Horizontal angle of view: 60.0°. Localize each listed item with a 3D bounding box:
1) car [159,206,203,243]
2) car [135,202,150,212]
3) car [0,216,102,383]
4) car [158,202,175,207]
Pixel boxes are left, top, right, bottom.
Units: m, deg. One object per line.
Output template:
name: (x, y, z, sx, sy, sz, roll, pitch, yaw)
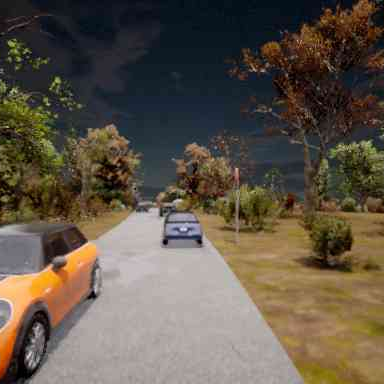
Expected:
car: (-0.537, 1.652, 16.569, 2.033, 1.411, 5.357, 0, -1, -4)
car: (-7.072, 2.143, 47.773, 2.033, 1.411, 5.357, 0, -1, -8)
car: (-2.998, 1.374, 5.472, 2.097, 1.767, 4.553, 0, 0, -2)
car: (-2.720, 1.900, 37.311, 1.837, 1.490, 4.892, 0, -1, -8)
